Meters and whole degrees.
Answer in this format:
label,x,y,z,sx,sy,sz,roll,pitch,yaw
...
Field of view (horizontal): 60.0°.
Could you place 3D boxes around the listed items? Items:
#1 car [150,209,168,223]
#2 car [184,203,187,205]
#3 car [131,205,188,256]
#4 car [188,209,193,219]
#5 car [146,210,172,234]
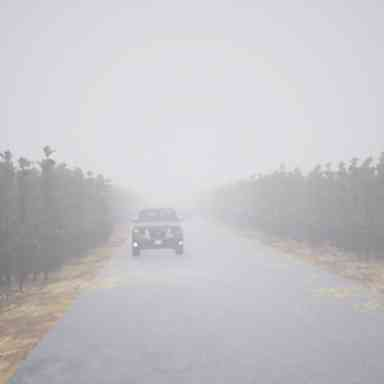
label,x,y,z,sx,sy,sz,roll,pitch,yaw
car,-3.857,2.770,38.934,1.895,1.301,4.718,-1,-1,-5
car,-2.066,2.853,52.940,1.812,1.442,4.674,-1,-1,-6
car,-1.616,1.749,16.066,2.150,2.045,5.566,-1,-2,-5
car,-0.967,2.766,42.368,1.895,1.301,4.718,-1,-1,-5
car,-2.683,2.344,26.841,1.882,1.535,5.008,-1,-2,-6
